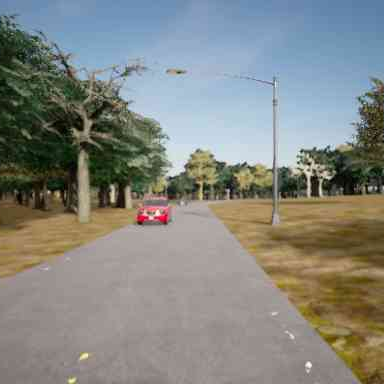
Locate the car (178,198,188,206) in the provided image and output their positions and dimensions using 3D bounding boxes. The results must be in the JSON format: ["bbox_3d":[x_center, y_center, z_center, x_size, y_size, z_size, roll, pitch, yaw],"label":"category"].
[{"bbox_3d":[-1.837,2.059,67.101,2.128,1.511,4.902,0,-1,1],"label":"car"}]

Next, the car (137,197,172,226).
[{"bbox_3d":[-2.718,1.416,25.355,2.150,2.045,5.566,0,-1,1],"label":"car"}]
